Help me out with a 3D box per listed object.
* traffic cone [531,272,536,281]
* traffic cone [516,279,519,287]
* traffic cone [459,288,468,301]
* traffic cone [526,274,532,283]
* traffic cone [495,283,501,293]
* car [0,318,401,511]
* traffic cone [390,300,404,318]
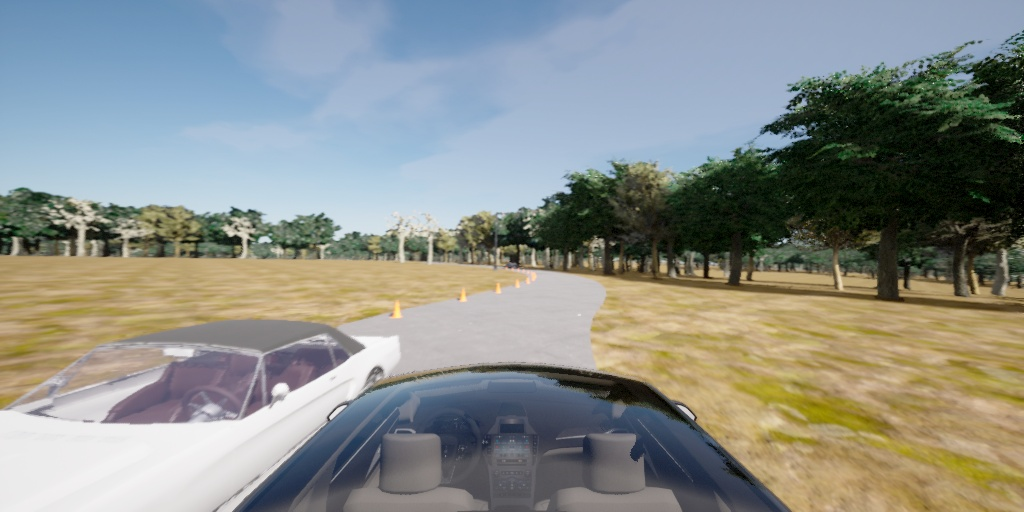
[{"bbox_3d":[2.086,2.141,35.743,0.340,0.580,0.340,0,0,7],"label":"traffic cone"},{"bbox_3d":[0.387,1.984,26.180,0.340,0.580,0.340,0,0,13],"label":"traffic cone"},{"bbox_3d":[-2.299,1.816,16.845,0.340,0.580,0.340,0,0,19],"label":"traffic cone"},{"bbox_3d":[1.361,2.064,30.939,0.340,0.580,0.340,0,0,10],"label":"traffic cone"},{"bbox_3d":[-0.834,1.900,21.478,0.340,0.580,0.340,0,0,16],"label":"traffic cone"},{"bbox_3d":[-2.628,1.311,2.946,1.895,1.301,4.718,1,0,3],"label":"car"},{"bbox_3d":[-3.786,1.729,11.786,0.340,0.580,0.340,0,0,13],"label":"traffic cone"}]
